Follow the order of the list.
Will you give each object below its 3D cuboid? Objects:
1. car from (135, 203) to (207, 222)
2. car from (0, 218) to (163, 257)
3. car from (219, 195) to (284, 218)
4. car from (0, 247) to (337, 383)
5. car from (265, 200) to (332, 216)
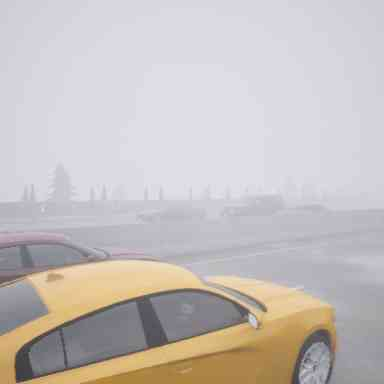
[{"bbox_3d":[-1.410,1.542,24.468,5.357,1.411,2.033,0,0,-35],"label":"car"},{"bbox_3d":[-2.825,1.477,6.034,5.008,1.535,1.882,0,0,-35],"label":"car"},{"bbox_3d":[4.586,1.214,24.441,5.566,2.045,2.150,0,0,-35],"label":"car"},{"bbox_3d":[-0.523,1.477,3.376,5.008,1.535,1.882,0,0,-35],"label":"car"},{"bbox_3d":[7.434,1.497,22.176,4.892,1.490,1.837,0,0,-36],"label":"car"}]
